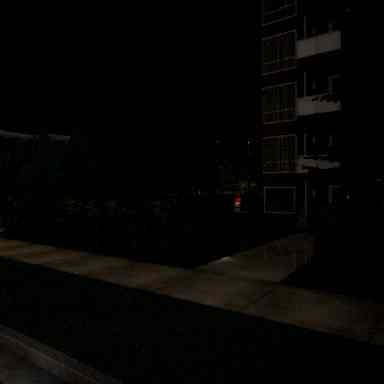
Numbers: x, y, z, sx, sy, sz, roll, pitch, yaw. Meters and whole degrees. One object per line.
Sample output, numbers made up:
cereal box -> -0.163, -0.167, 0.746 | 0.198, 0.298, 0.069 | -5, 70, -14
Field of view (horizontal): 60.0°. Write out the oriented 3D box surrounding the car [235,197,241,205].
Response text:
car -> 9.302, 1.478, 58.069 | 1.882, 1.535, 5.008 | 0, 0, 36
